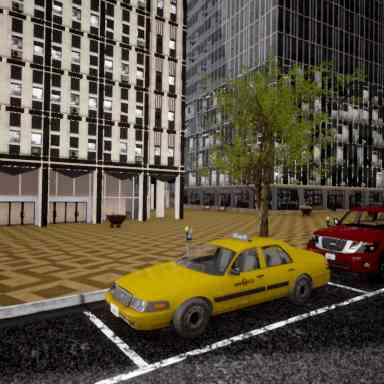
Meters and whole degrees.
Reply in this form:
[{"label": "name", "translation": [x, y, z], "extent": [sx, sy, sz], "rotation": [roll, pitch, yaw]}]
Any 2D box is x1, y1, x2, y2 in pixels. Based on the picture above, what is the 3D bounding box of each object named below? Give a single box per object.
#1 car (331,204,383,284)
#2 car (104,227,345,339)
[{"label": "car", "translation": [5.609, 1.323, 9.835], "extent": [5.009, 1.841, 2.192], "rotation": [0, 1, -34]}, {"label": "car", "translation": [0.770, 1.529, 6.574], "extent": [4.829, 1.417, 1.752], "rotation": [0, 1, -35]}]
